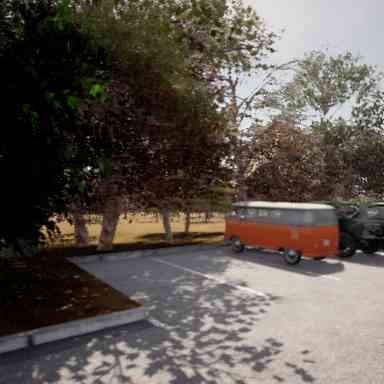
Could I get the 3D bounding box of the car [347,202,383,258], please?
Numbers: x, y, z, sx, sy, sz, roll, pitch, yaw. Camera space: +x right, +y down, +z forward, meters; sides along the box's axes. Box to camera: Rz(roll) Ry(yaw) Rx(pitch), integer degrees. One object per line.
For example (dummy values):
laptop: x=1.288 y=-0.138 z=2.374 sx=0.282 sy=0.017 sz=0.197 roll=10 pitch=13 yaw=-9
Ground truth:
car: x=5.432 y=1.405 z=13.970 sx=2.435 sy=2.045 sz=5.566 roll=1 pitch=-1 yaw=-35

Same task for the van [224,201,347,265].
van: x=3.026 y=1.375 z=12.363 sx=1.878 sy=1.987 sz=4.442 roll=1 pitch=-1 yaw=-35
